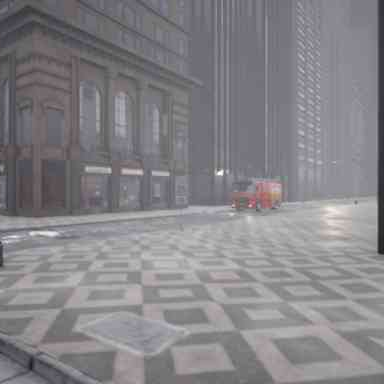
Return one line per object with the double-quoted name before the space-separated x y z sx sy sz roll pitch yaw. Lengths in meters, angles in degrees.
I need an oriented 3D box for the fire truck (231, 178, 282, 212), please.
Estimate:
"fire truck" 7.940 0.333 40.109 2.891 3.827 8.468 0 0 36
